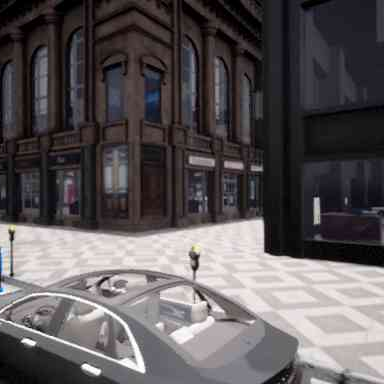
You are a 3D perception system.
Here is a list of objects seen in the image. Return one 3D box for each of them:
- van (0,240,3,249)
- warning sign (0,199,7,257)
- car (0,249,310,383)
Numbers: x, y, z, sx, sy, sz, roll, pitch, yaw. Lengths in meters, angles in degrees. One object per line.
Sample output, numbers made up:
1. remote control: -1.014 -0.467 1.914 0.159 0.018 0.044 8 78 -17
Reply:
1. van: -5.592 1.390 6.954 3.998 1.788 1.690 0 0 36
2. warning sign: -6.899 1.183 10.718 1.060 1.860 1.300 0 0 36
3. car: -1.017 1.567 3.690 4.403 1.369 2.008 0 0 36
